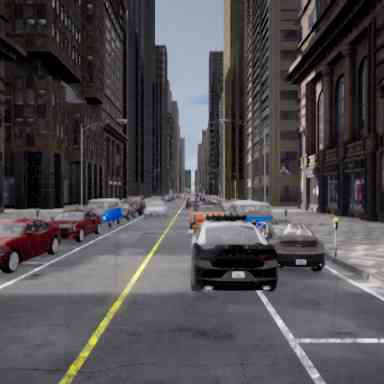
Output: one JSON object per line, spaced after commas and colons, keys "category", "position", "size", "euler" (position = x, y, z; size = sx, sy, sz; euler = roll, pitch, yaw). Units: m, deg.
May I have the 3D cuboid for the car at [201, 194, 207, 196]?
{"category": "car", "position": [2.857, 1.566, 61.207], "size": [1.947, 1.339, 4.313], "euler": [0, 0, 0]}

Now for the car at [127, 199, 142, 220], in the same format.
{"category": "car", "position": [-5.720, 1.546, 27.495], "size": [2.008, 1.369, 4.403], "euler": [0, 0, 0]}

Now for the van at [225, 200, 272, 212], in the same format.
{"category": "van", "position": [2.788, 1.338, 16.257], "size": [1.690, 1.788, 3.998], "euler": [0, 0, 0]}

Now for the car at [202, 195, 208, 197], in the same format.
{"category": "car", "position": [2.840, 1.521, 50.139], "size": [1.752, 1.417, 4.829], "euler": [0, 0, 0]}

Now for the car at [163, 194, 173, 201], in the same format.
{"category": "car", "position": [-5.651, 1.587, 72.442], "size": [1.802, 1.307, 4.206], "euler": [0, 0, 0]}

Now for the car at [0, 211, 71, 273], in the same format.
{"category": "car", "position": [-5.745, 1.542, 10.640], "size": [1.887, 1.381, 4.507], "euler": [0, 0, 0]}

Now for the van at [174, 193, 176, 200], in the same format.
{"category": "van", "position": [-5.634, 1.352, 83.679], "size": [1.690, 1.788, 3.998], "euler": [0, 0, 0]}

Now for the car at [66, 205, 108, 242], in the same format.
{"category": "car", "position": [-5.737, 1.541, 16.258], "size": [1.887, 1.381, 4.507], "euler": [0, 0, 0]}

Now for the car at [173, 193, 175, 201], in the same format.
{"category": "car", "position": [-5.642, 1.574, 78.061], "size": [1.947, 1.339, 4.313], "euler": [0, 0, 0]}

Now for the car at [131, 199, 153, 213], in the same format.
{"category": "car", "position": [-5.703, 1.520, 38.562], "size": [1.752, 1.417, 4.829], "euler": [0, 0, 0]}

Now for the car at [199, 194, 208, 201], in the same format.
{"category": "car", "position": [2.891, 1.326, 83.682], "size": [2.192, 1.841, 5.009], "euler": [0, 0, 0]}

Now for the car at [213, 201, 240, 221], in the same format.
{"category": "car", "position": [2.806, 1.521, 27.664], "size": [1.752, 1.417, 4.829], "euler": [0, 0, 0]}

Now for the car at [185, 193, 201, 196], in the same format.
{"category": "car", "position": [0.092, 1.477, 59.429], "size": [1.882, 1.535, 5.008], "euler": [0, 0, 0]}

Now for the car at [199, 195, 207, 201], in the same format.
{"category": "car", "position": [2.900, 1.580, 89.301], "size": [1.947, 1.339, 4.313], "euler": [0, 0, 0]}

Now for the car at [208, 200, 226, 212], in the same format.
{"category": "car", "position": [2.823, 1.577, 38.732], "size": [1.802, 1.307, 4.206], "euler": [0, 0, 0]}

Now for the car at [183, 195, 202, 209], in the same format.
{"category": "car", "position": [0.091, 1.520, 45.854], "size": [1.812, 1.442, 4.674], "euler": [0, 0, 1]}

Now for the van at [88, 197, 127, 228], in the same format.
{"category": "van", "position": [-5.728, 1.337, 21.877], "size": [1.690, 1.788, 3.998], "euler": [0, 0, 0]}

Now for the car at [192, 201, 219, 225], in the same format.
{"category": "car", "position": [0.939, 1.502, 25.008], "size": [1.837, 1.490, 4.892], "euler": [0, 0, 0]}

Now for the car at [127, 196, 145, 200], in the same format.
{"category": "car", "position": [-5.711, 1.310, 33.114], "size": [2.192, 1.841, 5.009], "euler": [0, 0, 0]}

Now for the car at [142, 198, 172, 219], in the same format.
{"category": "car", "position": [-3.058, 1.521, 29.342], "size": [1.812, 1.442, 4.674], "euler": [0, 0, 0]}

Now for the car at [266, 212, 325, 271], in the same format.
{"category": "car", "position": [2.780, 1.548, 10.638], "size": [2.008, 1.369, 4.403], "euler": [0, 0, 0]}

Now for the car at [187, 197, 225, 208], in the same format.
{"category": "car", "position": [0.929, 1.347, 18.978], "size": [2.097, 1.767, 4.553], "euler": [0, 0, 0]}

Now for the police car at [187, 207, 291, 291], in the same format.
{"category": "police car", "position": [0.915, 1.423, 9.118], "size": [1.930, 1.638, 5.238], "euler": [0, 0, 0]}

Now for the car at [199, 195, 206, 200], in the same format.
{"category": "car", "position": [2.908, 1.568, 94.920], "size": [2.008, 1.369, 4.403], "euler": [0, 0, 0]}

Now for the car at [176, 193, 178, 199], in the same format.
{"category": "car", "position": [-5.625, 1.558, 89.297], "size": [1.887, 1.381, 4.507], "euler": [0, 0, 0]}
